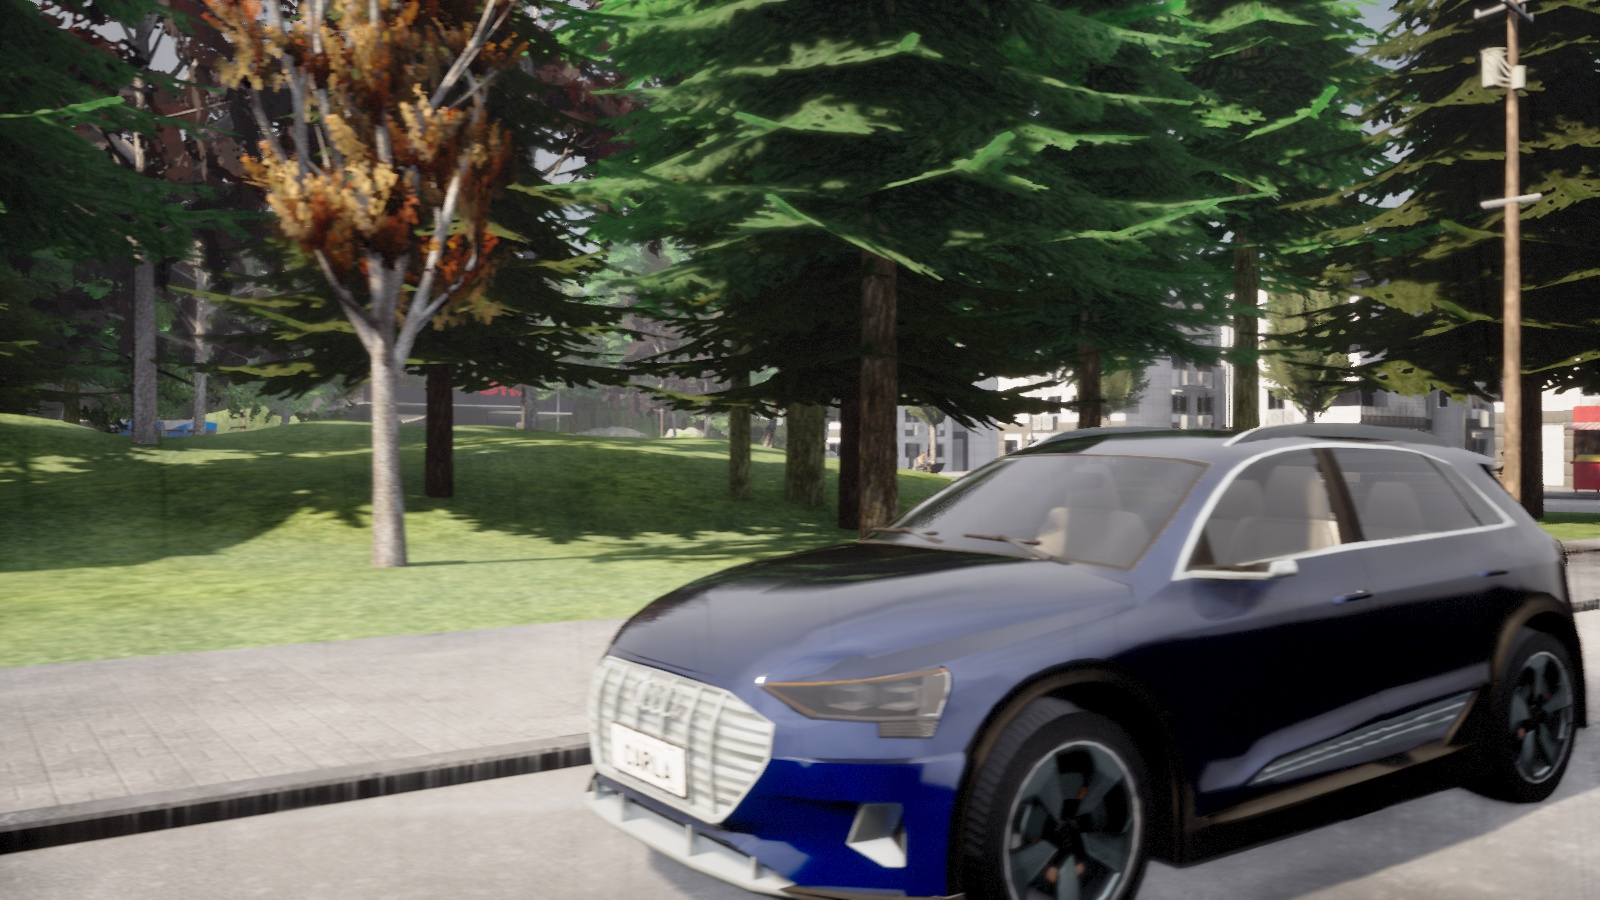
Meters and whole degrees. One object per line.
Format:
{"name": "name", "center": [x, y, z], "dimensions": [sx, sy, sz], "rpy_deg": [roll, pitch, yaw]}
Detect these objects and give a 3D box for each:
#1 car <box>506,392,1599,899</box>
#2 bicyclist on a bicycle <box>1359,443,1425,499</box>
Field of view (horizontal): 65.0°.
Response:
{"name": "car", "center": [1.463, 0.685, 5.295], "dimensions": [4.856, 1.649, 2.033], "rpy_deg": [0, 0, -36]}
{"name": "bicyclist on a bicycle", "center": [19.214, 0.676, 40.788], "dimensions": [0.659, 1.776, 1.843], "rpy_deg": [0, 0, -35]}
